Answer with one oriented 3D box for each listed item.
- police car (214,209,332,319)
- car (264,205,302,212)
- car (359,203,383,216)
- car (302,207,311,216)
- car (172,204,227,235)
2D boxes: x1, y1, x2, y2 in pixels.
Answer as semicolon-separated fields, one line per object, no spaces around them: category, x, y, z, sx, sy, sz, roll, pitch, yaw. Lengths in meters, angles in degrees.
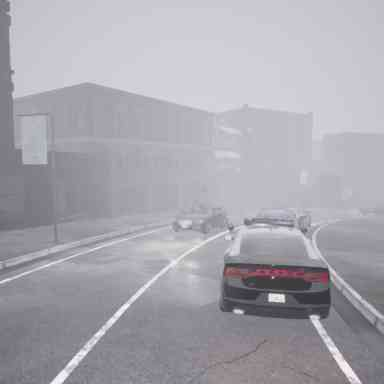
police car;1.746;1.433;7.663;1.930;1.638;5.238;1;0;10
car;4.259;1.520;16.677;1.882;1.535;5.008;2;0;21
car;22.482;2.105;40.375;5.357;1.411;2.033;2;3;-32
car;6.620;1.612;21.846;1.812;1.442;4.674;2;1;28
car;0.572;1.418;18.612;2.128;1.511;4.902;2;1;23
